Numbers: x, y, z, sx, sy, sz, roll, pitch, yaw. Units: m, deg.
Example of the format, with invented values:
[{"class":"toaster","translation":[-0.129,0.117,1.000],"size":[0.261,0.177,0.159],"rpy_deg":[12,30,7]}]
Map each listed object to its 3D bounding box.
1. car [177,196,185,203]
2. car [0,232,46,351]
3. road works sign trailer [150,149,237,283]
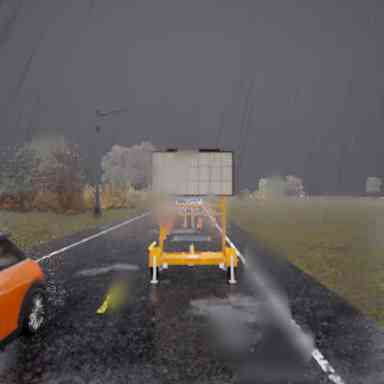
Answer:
[{"class":"car","translation":[-2.796,1.938,85.848],"size":[2.097,1.767,4.553],"rpy_deg":[0,0,1]},{"class":"car","translation":[-3.495,1.377,3.681],"size":[2.097,1.767,4.553],"rpy_deg":[0,0,0]},{"class":"road works sign trailer","translation":[0.023,0.529,9.881],"size":[2.380,3.560,2.880],"rpy_deg":[0,0,-1]}]
